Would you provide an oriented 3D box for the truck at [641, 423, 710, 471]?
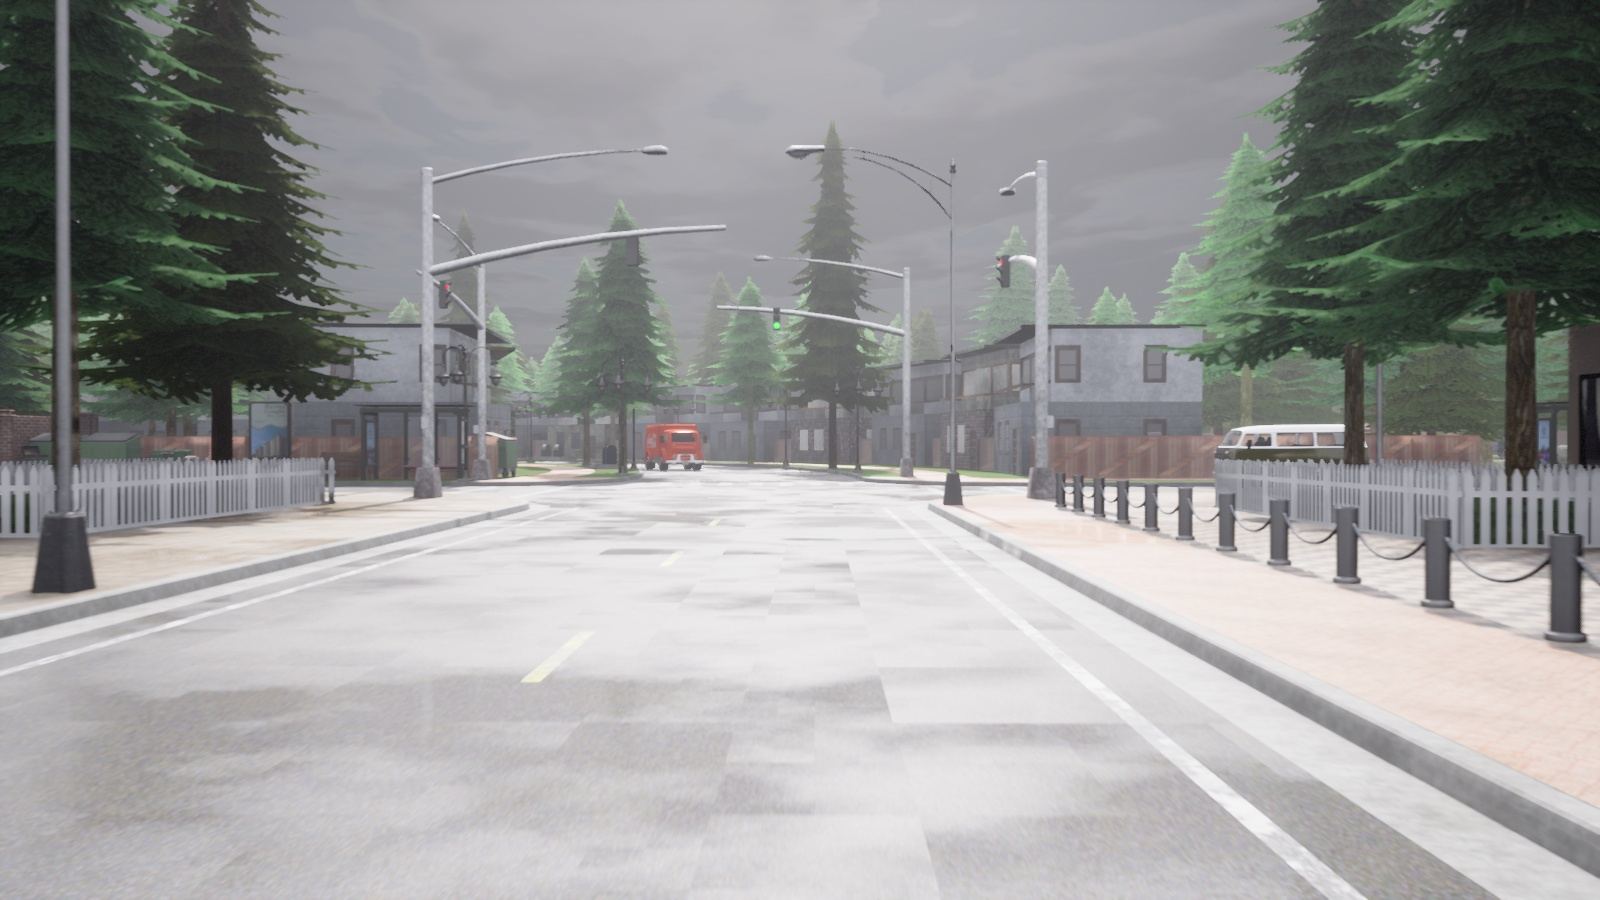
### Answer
[{"bbox_3d":[-6.720,-0.160,67.338,2.627,2.467,5.204,0,0,-18],"label":"truck"}]

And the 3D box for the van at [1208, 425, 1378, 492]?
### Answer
[{"bbox_3d":[15.247,0.247,38.998,4.480,2.038,2.069,0,0,2],"label":"van"}]
